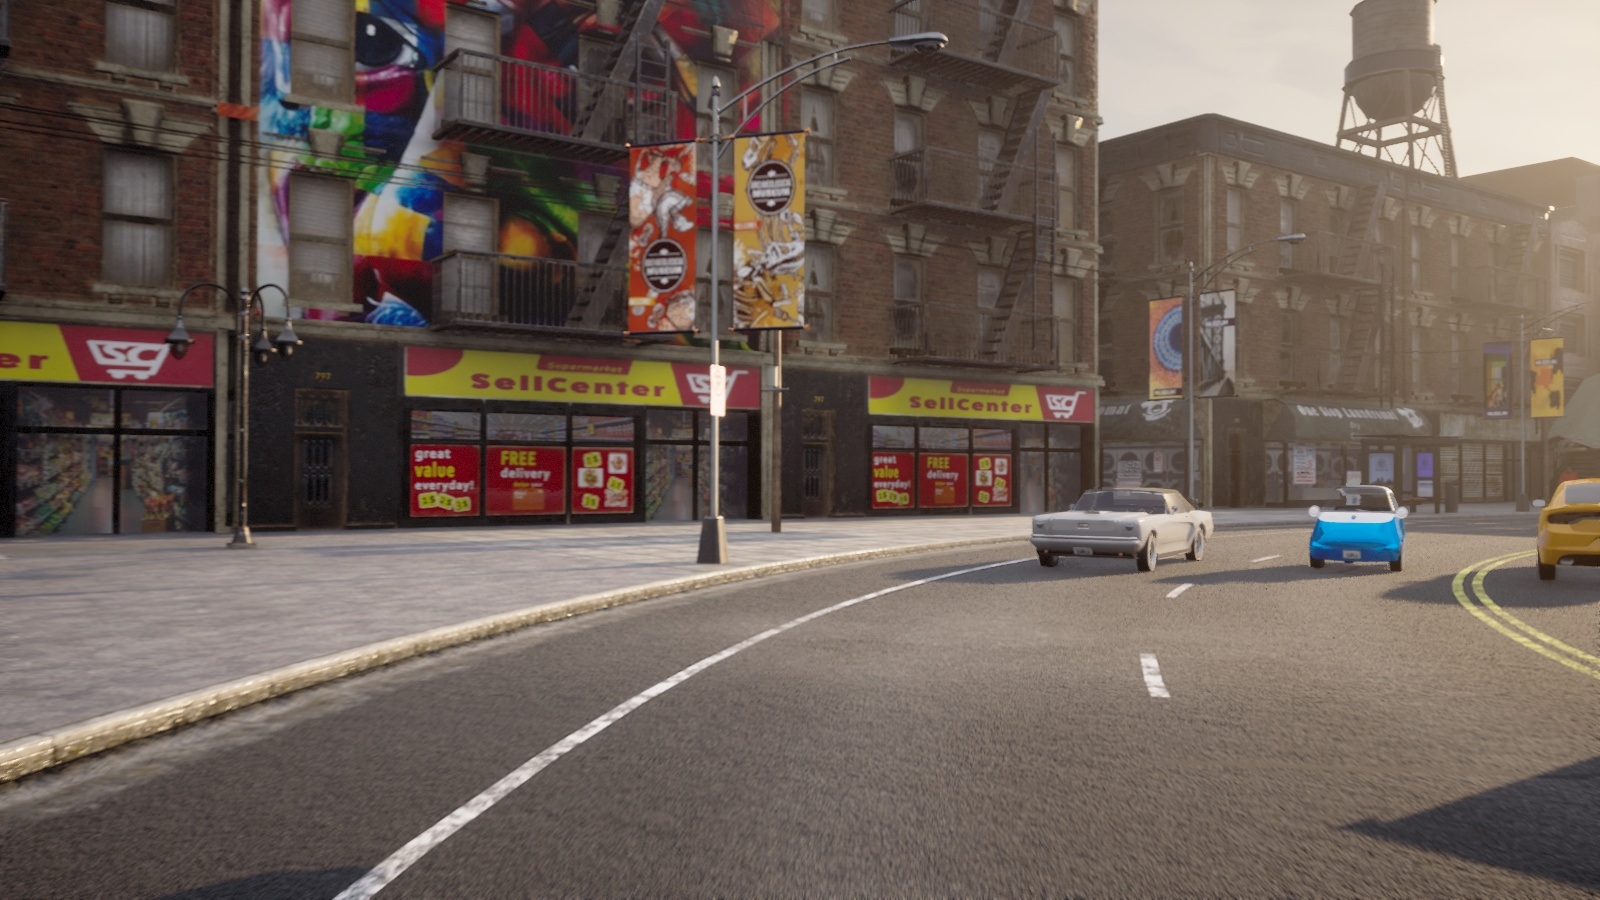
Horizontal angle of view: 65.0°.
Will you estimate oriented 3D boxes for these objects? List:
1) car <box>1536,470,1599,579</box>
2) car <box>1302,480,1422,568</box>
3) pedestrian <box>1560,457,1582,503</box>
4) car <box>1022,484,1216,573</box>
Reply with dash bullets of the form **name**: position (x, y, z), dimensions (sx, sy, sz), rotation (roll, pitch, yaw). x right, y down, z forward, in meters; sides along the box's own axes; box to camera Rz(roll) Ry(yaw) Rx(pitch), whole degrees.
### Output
- **car**: position (12.708, 1.082, 19.721), dimensions (1.882, 1.535, 5.008), rotation (-1, -1, 31)
- **car**: position (9.396, 1.190, 20.945), dimensions (1.481, 1.376, 2.207), rotation (-1, -2, 33)
- **pedestrian**: position (31.657, 1.233, 51.570), dimensions (0.634, 1.844, 0.899), rotation (-1, -1, 38)
- **car**: position (5.594, 1.258, 21.545), dimensions (1.895, 1.301, 4.718), rotation (-1, -1, 32)
